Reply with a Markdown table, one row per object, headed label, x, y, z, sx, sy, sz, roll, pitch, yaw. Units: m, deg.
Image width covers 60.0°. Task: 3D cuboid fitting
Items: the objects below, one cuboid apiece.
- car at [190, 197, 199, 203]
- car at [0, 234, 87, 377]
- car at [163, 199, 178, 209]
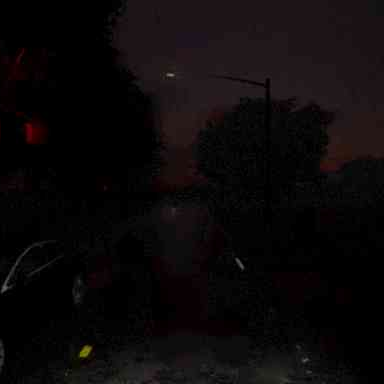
| label | x | y | z | sx | sy | sz | roll | pitch | yaw |
| --- | --- | --- | --- | --- | --- | --- | --- | --- | --- |
| car | 1.069 | 2.273 | 91.062 | 1.801 | 1.575 | 5.366 | 0 | -1 | 0 |
| car | -3.099 | 1.491 | 5.087 | 2.128 | 1.511 | 4.902 | 0 | 0 | 0 |
| car | -3.067 | 1.658 | 48.338 | 2.033 | 1.411 | 5.357 | 0 | 0 | 0 |
